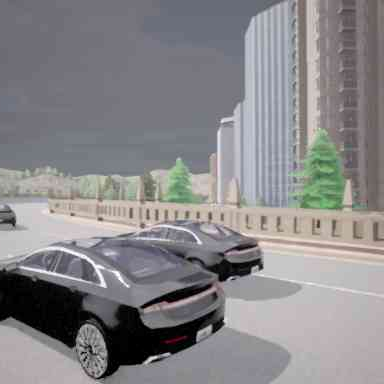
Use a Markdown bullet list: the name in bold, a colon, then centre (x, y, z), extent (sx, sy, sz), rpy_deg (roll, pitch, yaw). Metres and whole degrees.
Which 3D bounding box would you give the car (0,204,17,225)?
- **car**: centre (-13.070, 1.546, 22.145), extent (2.128, 1.511, 4.902), rpy_deg (0, 0, -38)

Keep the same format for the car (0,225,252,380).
- **car**: centre (-1.744, 1.509, 5.570), extent (4.902, 1.511, 2.128), rpy_deg (0, 0, 38)

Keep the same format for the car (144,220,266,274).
- **car**: centre (-0.441, 1.522, 9.039), extent (4.902, 1.511, 2.128), rpy_deg (0, 0, 40)
